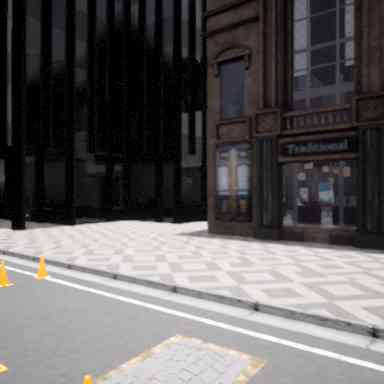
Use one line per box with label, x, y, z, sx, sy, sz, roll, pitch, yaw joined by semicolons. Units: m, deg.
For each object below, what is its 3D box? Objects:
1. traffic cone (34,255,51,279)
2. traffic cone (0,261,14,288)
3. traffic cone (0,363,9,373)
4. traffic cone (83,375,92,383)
traffic cone;-4.044;2.005;8.986;0.340;0.580;0.340;0;0;36
traffic cone;-4.632;2.001;8.177;0.340;0.580;0.340;0;0;36
traffic cone;-2.572;1.979;4.208;0.340;0.580;0.340;0;0;36
traffic cone;-0.954;1.973;3.032;0.340;0.580;0.340;0;0;36
